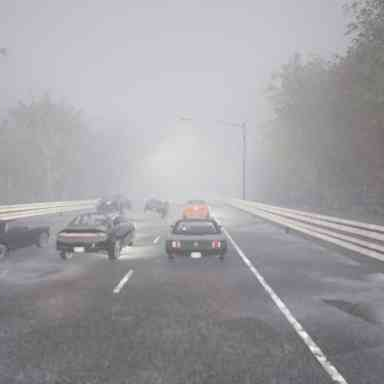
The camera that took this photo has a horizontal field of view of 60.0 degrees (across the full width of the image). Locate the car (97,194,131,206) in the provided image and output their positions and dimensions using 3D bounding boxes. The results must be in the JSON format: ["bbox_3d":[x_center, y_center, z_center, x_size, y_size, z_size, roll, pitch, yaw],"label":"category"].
[{"bbox_3d":[-6.666,0.938,28.874,2.097,1.767,4.553,-3,0,1],"label":"car"}]

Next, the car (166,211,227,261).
[{"bbox_3d":[0.152,1.609,12.228,1.895,1.301,4.718,0,0,1],"label":"car"}]

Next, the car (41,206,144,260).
[{"bbox_3d":[-3.347,1.501,12.362,2.128,1.511,4.902,0,0,1],"label":"car"}]

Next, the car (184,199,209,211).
[{"bbox_3d":[0.366,1.363,28.859,2.097,1.767,4.553,0,0,1],"label":"car"}]

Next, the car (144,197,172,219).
[{"bbox_3d":[-2.902,1.272,29.107,2.128,1.511,4.902,19,-1,1],"label":"car"}]

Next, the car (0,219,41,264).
[{"bbox_3d":[-6.853,1.608,11.790,1.895,1.301,4.718,0,0,1],"label":"car"}]
